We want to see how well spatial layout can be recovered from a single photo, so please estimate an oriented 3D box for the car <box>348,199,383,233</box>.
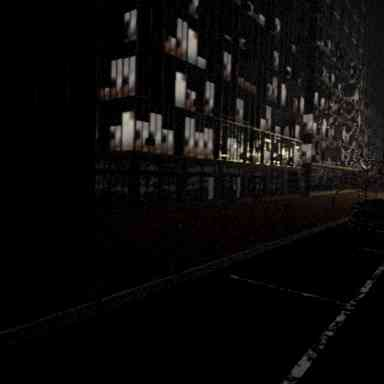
[{"bbox_3d":[8.182,1.020,14.645,2.008,1.369,4.403,4,4,38],"label":"car"}]
